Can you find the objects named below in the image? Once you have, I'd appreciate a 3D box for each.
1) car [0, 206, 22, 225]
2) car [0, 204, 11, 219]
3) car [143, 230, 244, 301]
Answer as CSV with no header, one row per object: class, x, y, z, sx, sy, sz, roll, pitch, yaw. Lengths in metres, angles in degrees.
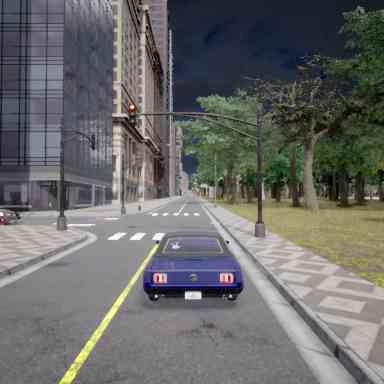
car,-13.515,1.372,21.318,4.097,1.590,1.967,0,-2,-1
car,-18.968,1.727,29.837,4.313,1.339,1.947,0,-1,0
car,0.013,1.607,8.311,1.895,1.301,4.718,0,0,0
